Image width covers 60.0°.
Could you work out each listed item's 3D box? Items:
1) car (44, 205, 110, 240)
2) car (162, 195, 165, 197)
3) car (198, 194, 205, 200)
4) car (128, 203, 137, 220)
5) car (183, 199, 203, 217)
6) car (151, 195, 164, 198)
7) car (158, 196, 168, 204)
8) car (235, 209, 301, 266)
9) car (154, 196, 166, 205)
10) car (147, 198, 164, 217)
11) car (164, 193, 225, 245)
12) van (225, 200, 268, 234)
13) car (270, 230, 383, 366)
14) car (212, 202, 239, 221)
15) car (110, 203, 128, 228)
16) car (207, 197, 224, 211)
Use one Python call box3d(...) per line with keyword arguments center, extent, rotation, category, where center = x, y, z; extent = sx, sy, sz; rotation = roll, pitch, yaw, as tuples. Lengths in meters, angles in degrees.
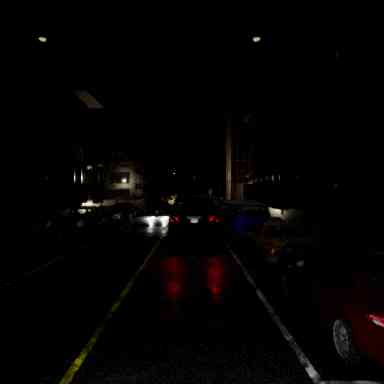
box3d(center=(-5.767, 1.449, 16.720), extent=(1.967, 1.590, 4.097), rotation=(0, 0, 0), category="car")
box3d(center=(-5.781, 1.351, 55.932), extent=(2.192, 1.841, 5.009), rotation=(0, 0, 0), category="car")
box3d(center=(2.729, 1.511, 93.933), extent=(1.967, 1.590, 4.097), rotation=(0, 0, 0), category="car")
box3d(center=(-5.771, 1.581, 27.923), extent=(1.947, 1.339, 4.313), rotation=(0, 0, 0), category="car")
box3d(center=(0.085, 1.523, 32.207), extent=(1.837, 1.490, 4.892), rotation=(0, 0, 0), category="car")
box3d(center=(-5.780, 1.576, 50.330), extent=(1.887, 1.381, 4.507), rotation=(0, 0, 0), category="car")
box3d(center=(-5.786, 1.570, 66.965), extent=(1.752, 1.417, 4.829), rotation=(0, 0, 0), category="car")
box3d(center=(2.760, 1.531, 11.306), extent=(1.752, 1.417, 4.829), rotation=(0, 0, 0), category="car")
box3d(center=(-5.784, 1.566, 61.364), extent=(1.752, 1.417, 4.829), rotation=(0, 0, 0), category="car")
box3d(center=(-3.110, 1.581, 31.702), extent=(1.994, 1.385, 4.181), rotation=(0, 0, 0), category="car")
box3d(center=(0.092, 1.229, 15.668), extent=(2.150, 2.045, 5.566), rotation=(0, 0, 0), category="car")
box3d(center=(2.759, 1.350, 16.739), extent=(1.690, 1.788, 3.998), rotation=(0, 0, 0), category="van")
box3d(center=(2.762, 1.585, 5.535), extent=(1.802, 1.307, 4.206), rotation=(0, 0, 0), category="car")
box3d(center=(2.754, 1.597, 27.943), extent=(1.802, 1.307, 4.206), rotation=(0, 0, 0), category="car")
box3d(center=(-5.769, 1.594, 22.321), extent=(1.802, 1.307, 4.206), rotation=(0, 0, 0), category="car")
box3d(center=(2.983, 1.481, 42.564), extent=(1.801, 1.575, 5.366), rotation=(0, 0, 0), category="car")
